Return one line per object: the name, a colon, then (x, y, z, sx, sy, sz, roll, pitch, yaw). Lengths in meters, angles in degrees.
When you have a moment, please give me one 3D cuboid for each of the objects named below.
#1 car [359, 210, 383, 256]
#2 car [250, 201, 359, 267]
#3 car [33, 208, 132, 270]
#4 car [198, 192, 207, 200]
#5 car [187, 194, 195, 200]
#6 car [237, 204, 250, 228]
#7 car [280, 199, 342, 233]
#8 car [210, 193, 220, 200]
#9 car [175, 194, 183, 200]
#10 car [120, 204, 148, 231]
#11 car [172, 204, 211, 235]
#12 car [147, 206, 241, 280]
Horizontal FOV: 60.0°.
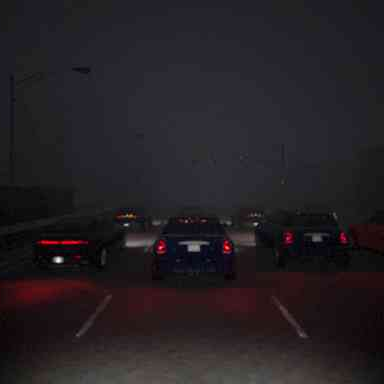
car: (7.055, 1.344, 11.234, 2.097, 1.767, 4.553, 0, 0, 0)
car: (3.553, 1.345, 11.583, 2.097, 1.767, 4.553, 0, 0, 0)
car: (-3.445, 1.500, 11.004, 1.837, 1.490, 4.892, 0, 0, 0)
car: (3.216, 1.485, 93.102, 2.033, 1.411, 5.357, 0, 0, 0)
car: (-0.286, 1.470, 93.508, 1.812, 1.442, 4.674, 0, 0, 0)
car: (3.502, 1.494, 20.524, 1.837, 1.490, 4.892, 0, 0, 0)
car: (6.999, 1.340, 20.152, 2.097, 1.767, 4.553, 0, 0, 0)
car: (6.716, 1.169, 93.143, 2.150, 2.045, 5.566, 0, 0, 0)
car: (-3.784, 1.424, 93.080, 1.882, 1.535, 5.008, 0, 0, 0)
car: (-3.499, 1.496, 20.286, 1.837, 1.490, 4.892, 0, 0, 0)
car: (0.000, 1.537, 19.971, 2.033, 1.411, 5.357, 0, 0, 0)
car: (0.053, 1.348, 10.034, 2.097, 1.767, 4.553, 0, 0, 0)
